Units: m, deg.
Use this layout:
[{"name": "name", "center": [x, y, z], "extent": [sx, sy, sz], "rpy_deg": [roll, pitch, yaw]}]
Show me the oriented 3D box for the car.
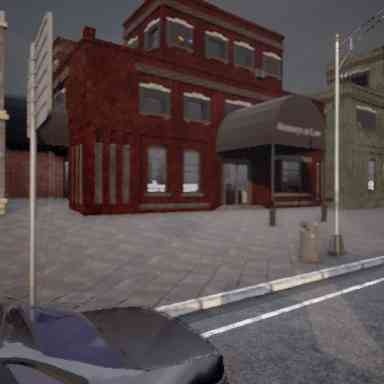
[{"name": "car", "center": [-2.166, 1.549, 1.833], "extent": [5.357, 1.411, 2.033], "rpy_deg": [0, 0, -35]}]
